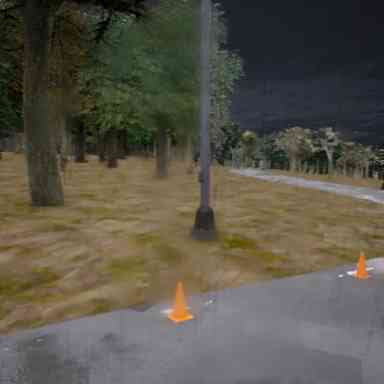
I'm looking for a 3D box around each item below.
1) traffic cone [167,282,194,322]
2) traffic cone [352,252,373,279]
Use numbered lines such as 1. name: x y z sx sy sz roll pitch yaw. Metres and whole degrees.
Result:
1. traffic cone: -0.190 1.788 5.533 0.340 0.580 0.340 -1 2 -31
2. traffic cone: 4.091 1.733 7.997 0.340 0.580 0.340 -1 2 -32
